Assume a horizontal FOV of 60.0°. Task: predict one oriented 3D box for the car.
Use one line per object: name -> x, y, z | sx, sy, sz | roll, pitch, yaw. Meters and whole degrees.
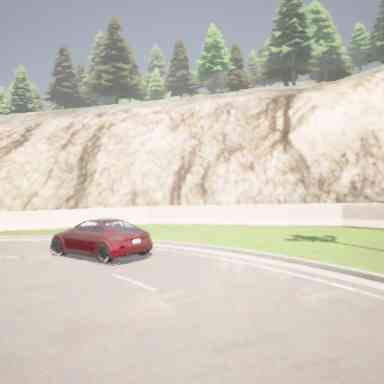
car -> -3.431, 1.668, 12.372 | 4.181, 1.385, 1.994 | -2, 0, 38
